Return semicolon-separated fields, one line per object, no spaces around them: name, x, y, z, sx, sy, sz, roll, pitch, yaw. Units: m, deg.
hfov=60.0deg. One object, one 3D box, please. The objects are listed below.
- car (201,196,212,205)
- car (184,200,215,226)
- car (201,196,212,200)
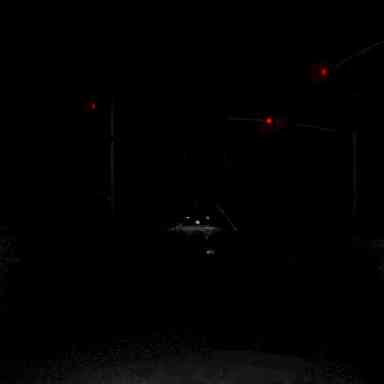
car;2.624;1.511;58.804;1.812;1.442;4.674;0;0;3
car;0.664;1.521;23.607;2.033;1.411;5.357;0;0;7
car;1.783;1.544;41.541;1.994;1.385;4.181;0;0;3
